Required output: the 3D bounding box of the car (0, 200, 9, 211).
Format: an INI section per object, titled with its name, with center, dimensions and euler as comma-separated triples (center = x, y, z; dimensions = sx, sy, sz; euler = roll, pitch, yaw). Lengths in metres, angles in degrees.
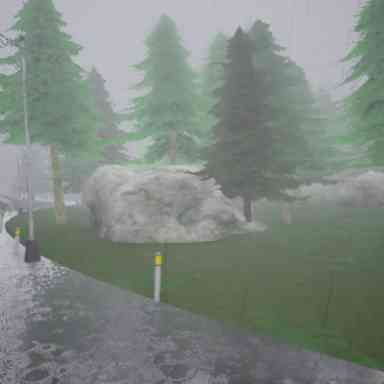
[car]
center = -21.787, 1.479, 36.376
dimensions = 2.128, 1.511, 4.902
euler = -4, 1, -9
